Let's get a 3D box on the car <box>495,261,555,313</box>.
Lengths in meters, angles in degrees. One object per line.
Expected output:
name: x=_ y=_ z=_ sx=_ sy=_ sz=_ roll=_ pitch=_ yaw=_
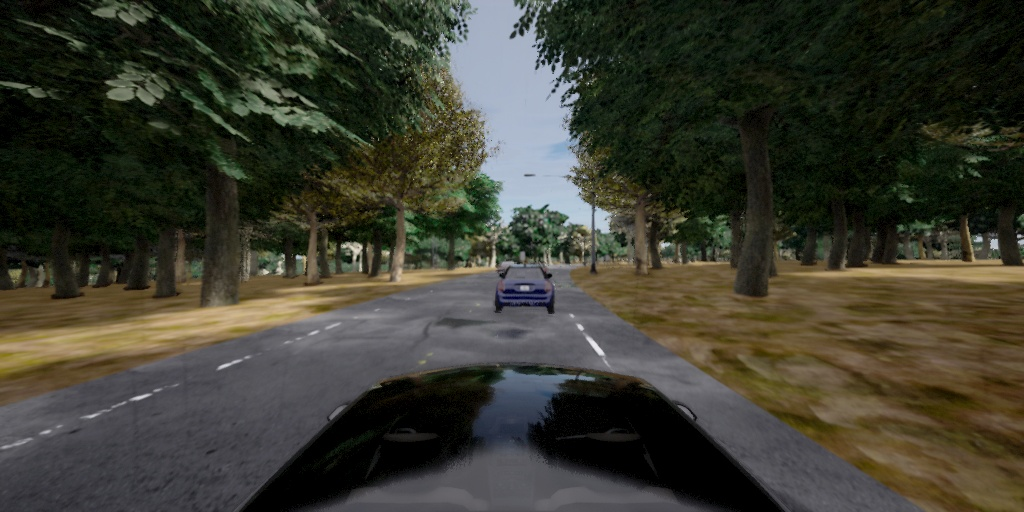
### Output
car: x=0.536 y=1.094 z=14.186 sx=2.097 sy=1.767 sz=4.553 roll=0 pitch=0 yaw=3

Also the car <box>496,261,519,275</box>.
car: x=-0.441 y=1.261 z=39.558 sx=1.812 sy=1.442 sz=4.674 roll=0 pitch=0 yaw=9
